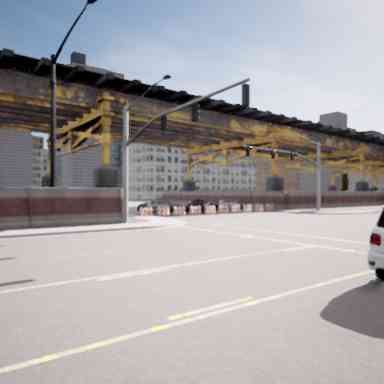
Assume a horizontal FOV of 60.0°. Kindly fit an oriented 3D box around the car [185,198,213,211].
[{"bbox_3d":[0.834,1.352,36.979,1.853,1.218,4.536,0,0,18],"label":"car"}]

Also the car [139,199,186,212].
[{"bbox_3d":[-2.979,1.339,34.252,4.536,1.218,1.853,0,0,8],"label":"car"}]

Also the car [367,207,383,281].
[{"bbox_3d":[6.756,1.251,8.574,5.566,2.045,2.150,0,0,-35],"label":"car"}]

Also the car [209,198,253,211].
[{"bbox_3d":[4.729,1.524,40.688,4.974,1.542,2.038,0,0,-7],"label":"car"}]

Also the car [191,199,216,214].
[{"bbox_3d":[0.818,1.509,36.929,2.038,1.542,4.974,0,0,18],"label":"car"}]

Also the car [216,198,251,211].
[{"bbox_3d":[4.678,1.366,40.681,4.536,1.218,1.853,0,0,-7],"label":"car"}]

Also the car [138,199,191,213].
[{"bbox_3d":[-2.928,1.497,34.245,4.974,1.542,2.038,0,0,8],"label":"car"}]
